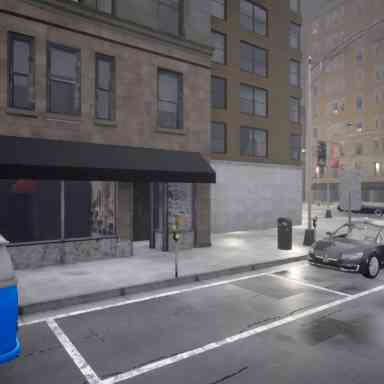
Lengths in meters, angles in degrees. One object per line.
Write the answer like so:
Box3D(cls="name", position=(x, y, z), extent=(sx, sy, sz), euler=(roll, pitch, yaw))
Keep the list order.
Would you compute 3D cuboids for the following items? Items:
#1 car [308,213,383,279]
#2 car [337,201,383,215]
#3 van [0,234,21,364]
Box3D(cls="car", position=(5.274, 1.550, 9.965), extent=(4.403, 1.369, 2.008), euler=(0, 0, -36))
Box3D(cls="car", position=(16.219, 1.529, 31.040), extent=(1.895, 1.301, 4.718), euler=(0, 0, -36))
Box3D(cls="van", position=(-3.937, 1.341, 3.379), extent=(3.998, 1.788, 1.690), euler=(0, 0, -36))
